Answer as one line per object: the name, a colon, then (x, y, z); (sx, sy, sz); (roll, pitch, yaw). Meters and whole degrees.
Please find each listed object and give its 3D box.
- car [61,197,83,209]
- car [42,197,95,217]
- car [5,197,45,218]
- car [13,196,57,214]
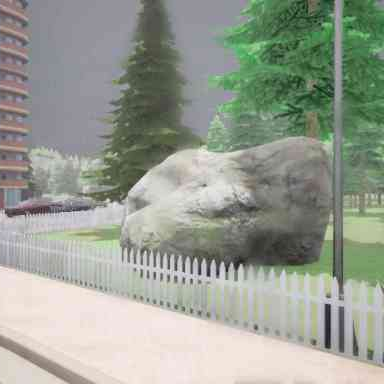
car: (-16.508, 1.454, 45.915); (1.837, 1.490, 4.892); (0, 0, -8)
car: (-10.696, 1.439, 30.038); (2.128, 1.511, 4.902); (0, 0, 16)
car: (-14.518, 1.425, 30.236); (1.882, 1.535, 5.008); (0, 0, 15)
car: (-16.782, 1.300, 35.879); (2.097, 1.767, 4.553); (0, 0, 8)
